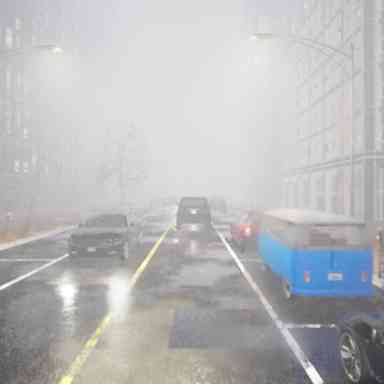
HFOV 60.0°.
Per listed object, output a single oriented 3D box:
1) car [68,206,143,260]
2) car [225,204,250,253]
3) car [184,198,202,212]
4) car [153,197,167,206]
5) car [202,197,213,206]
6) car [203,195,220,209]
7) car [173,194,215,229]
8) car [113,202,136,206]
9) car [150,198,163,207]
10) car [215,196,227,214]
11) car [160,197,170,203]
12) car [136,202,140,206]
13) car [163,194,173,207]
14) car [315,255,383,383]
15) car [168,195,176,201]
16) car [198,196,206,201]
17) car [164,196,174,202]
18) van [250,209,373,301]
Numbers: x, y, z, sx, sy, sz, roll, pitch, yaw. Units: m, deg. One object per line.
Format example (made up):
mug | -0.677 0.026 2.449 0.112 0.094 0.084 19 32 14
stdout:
car | -3.100 1.506 12.748 1.882 1.535 5.008 0 0 0
car | 2.694 1.471 13.790 1.967 1.590 4.097 0 0 0
car | 0.104 1.571 41.843 2.128 1.511 4.902 0 0 0
car | -5.684 1.670 59.340 1.947 1.339 4.313 0 0 0
car | 2.697 1.630 59.497 1.752 1.417 4.829 0 0 0
car | 2.697 1.404 47.944 2.192 1.841 5.009 0 0 0
car | 0.109 1.271 22.154 2.150 2.045 5.566 0 0 0
car | -5.686 1.578 25.015 1.752 1.417 4.829 0 0 0
car | -5.684 1.648 53.648 2.008 1.369 4.403 0 0 0
car | 2.697 1.387 36.559 2.192 1.841 5.009 0 0 0
car | -5.683 1.698 70.723 1.802 1.307 4.206 0 0 0
car | -5.686 1.613 30.879 2.008 1.369 4.403 0 0 0
car | -3.067 1.450 53.293 2.097 1.767 4.553 0 0 0
car | 2.693 1.572 2.405 1.947 1.339 4.313 0 0 0
car | -5.681 1.681 93.493 1.887 1.381 4.507 0 0 0
car | 2.699 1.698 87.788 1.947 1.339 4.313 0 0 0
car | -5.682 1.677 82.109 2.008 1.369 4.403 0 0 0
van | 2.694 1.360 8.099 1.690 1.788 3.998 0 0 0
